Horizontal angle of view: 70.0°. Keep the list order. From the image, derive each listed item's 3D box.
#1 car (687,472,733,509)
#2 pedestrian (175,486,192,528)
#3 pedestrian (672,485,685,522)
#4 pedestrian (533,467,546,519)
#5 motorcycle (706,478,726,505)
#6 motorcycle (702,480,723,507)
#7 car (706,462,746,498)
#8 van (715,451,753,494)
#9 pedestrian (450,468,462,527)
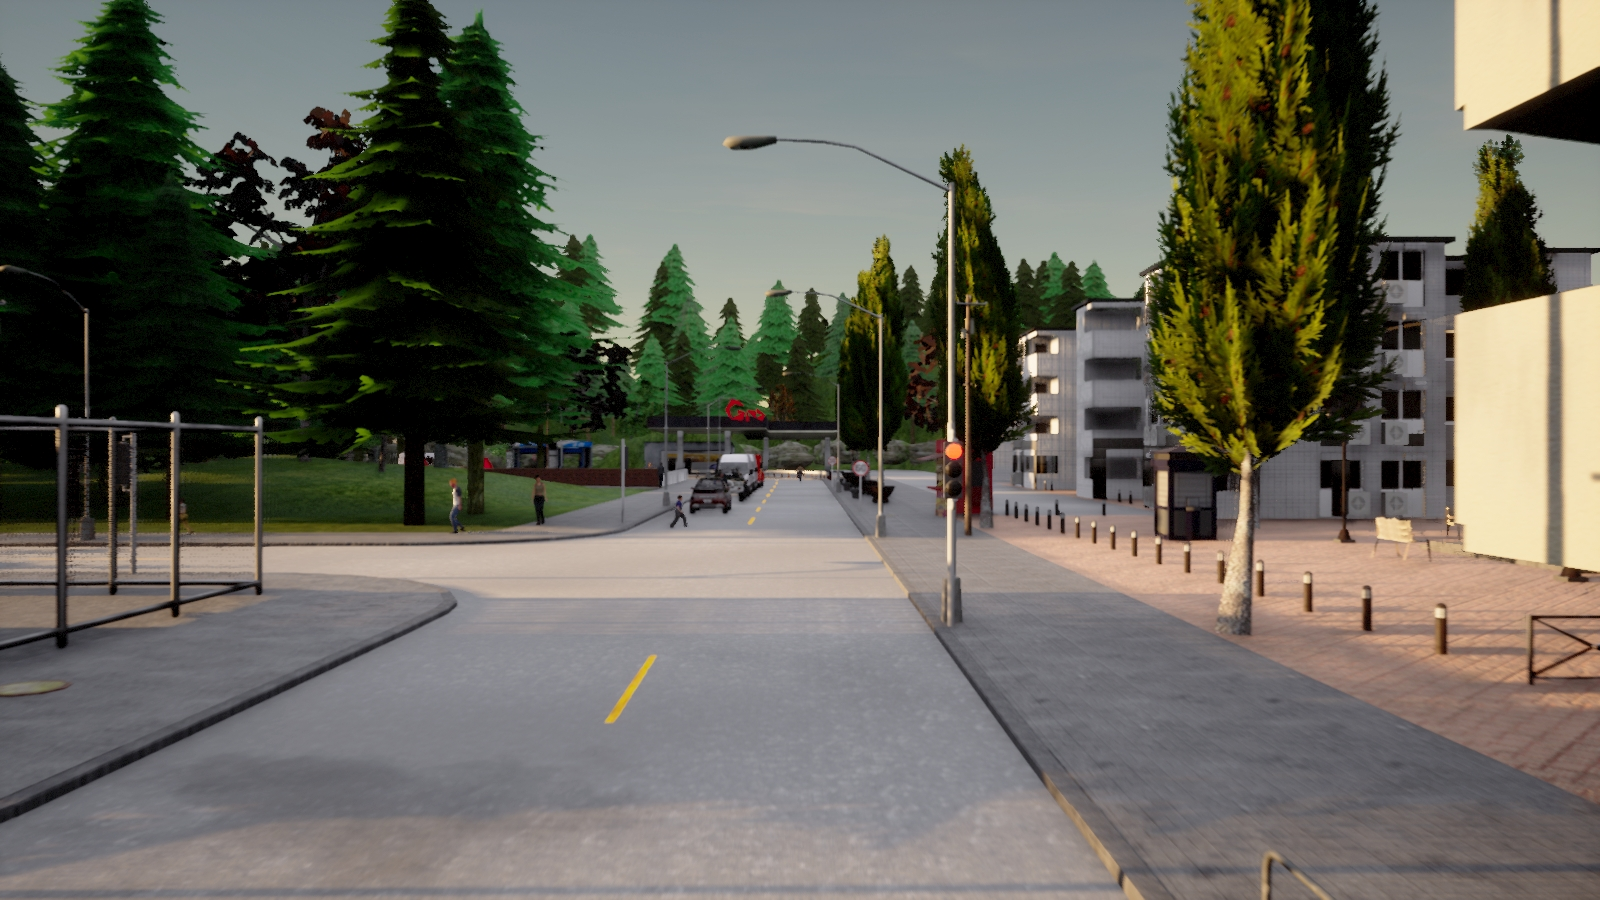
[{"bbox_3d":[-3.999,1.806,51.401,1.789,1.549,3.705,0,0,0],"label":"car"},{"bbox_3d":[-19.571,1.805,36.273,0.375,1.300,0.375,0,0,-5],"label":"pedestrian"},{"bbox_3d":[-4.338,1.909,40.785,0.375,1.300,0.375,0,0,13],"label":"pedestrian"},{"bbox_3d":[-9.290,1.526,40.777,0.375,1.860,0.375,0,0,0],"label":"pedestrian"},{"bbox_3d":[-3.987,1.962,54.355,0.856,1.236,1.805,0,0,0],"label":"motorcycle"},{"bbox_3d":[-4.017,1.993,52.363,0.803,1.145,2.033,0,0,0],"label":"motorcycle"},{"bbox_3d":[-4.045,1.644,63.188,1.932,1.855,4.605,0,0,0],"label":"car"},{"bbox_3d":[-3.990,1.315,70.254,1.988,2.561,5.915,0,0,0],"label":"van"},{"bbox_3d":[-11.019,1.524,36.608,0.375,1.860,0.375,0,0,-15],"label":"pedestrian"}]
